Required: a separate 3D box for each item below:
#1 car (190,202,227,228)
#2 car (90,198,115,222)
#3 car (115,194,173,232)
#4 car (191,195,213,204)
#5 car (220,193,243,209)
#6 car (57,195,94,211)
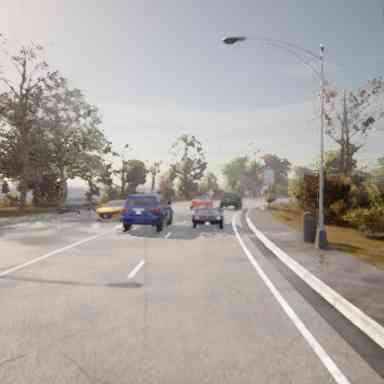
[{"bbox_3d":[1.122,1.525,21.498,1.895,1.301,4.718,0,0,6],"label":"car"},{"bbox_3d":[-5.649,1.378,25.314,1.882,1.535,5.008,0,0,7],"label":"car"},{"bbox_3d":[-2.538,1.146,19.944,2.150,2.045,5.566,0,0,5],"label":"car"},{"bbox_3d":[1.310,1.203,41.509,2.097,1.767,4.553,0,0,15],"label":"car"},{"bbox_3d":[5.010,1.080,41.899,2.150,2.045,5.566,0,0,16],"label":"car"},{"bbox_3d":[-9.015,1.004,26.663,1.837,1.490,4.892,0,0,7],"label":"car"}]
